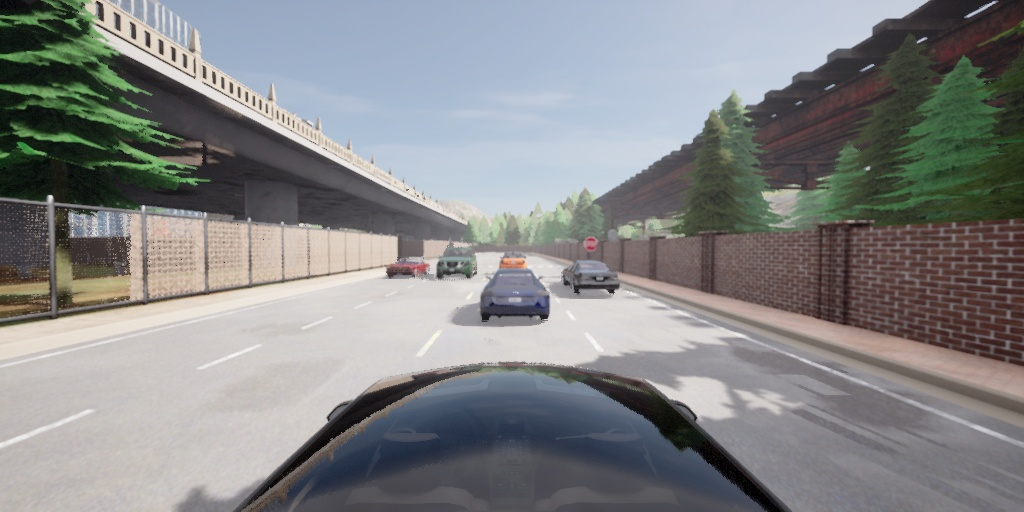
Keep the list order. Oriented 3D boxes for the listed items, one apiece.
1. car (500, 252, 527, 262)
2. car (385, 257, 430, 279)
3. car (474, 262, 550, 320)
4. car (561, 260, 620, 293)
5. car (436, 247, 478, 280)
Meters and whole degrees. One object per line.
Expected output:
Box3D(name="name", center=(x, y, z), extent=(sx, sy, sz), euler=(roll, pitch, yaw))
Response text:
Box3D(name="car", center=(0.085, 0.435, 28.464), extent=(2.097, 1.767, 4.553), euler=(0, 1, 0))
Box3D(name="car", center=(-7.087, 0.780, 24.774), extent=(1.895, 1.301, 4.718), euler=(0, 1, 0))
Box3D(name="car", center=(0.085, 1.072, 11.425), extent=(1.994, 1.385, 4.181), euler=(0, 1, 0))
Box3D(name="car", center=(3.592, 0.910, 17.168), extent=(2.033, 1.411, 5.357), euler=(0, 1, 0))
Box3D(name="car", center=(-3.588, 0.412, 24.215), extent=(2.150, 2.045, 5.566), euler=(0, 2, 0))
